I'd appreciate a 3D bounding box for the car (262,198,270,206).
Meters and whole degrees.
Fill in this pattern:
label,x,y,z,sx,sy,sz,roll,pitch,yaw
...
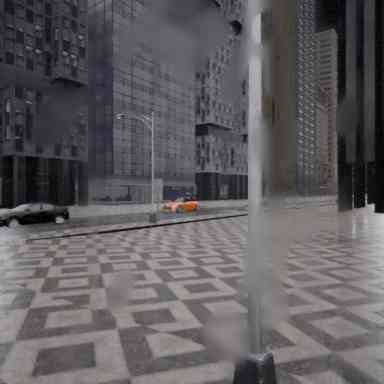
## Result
label,x,y,z,sx,sy,sz,roll,pitch,yaw
car,10.024,1.511,49.908,1.994,1.385,4.181,0,0,36

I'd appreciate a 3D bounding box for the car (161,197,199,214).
label,x,y,z,sx,sy,sz,roll,pitch,yaw
car,-1.191,1.311,34.727,2.097,1.767,4.553,0,0,36

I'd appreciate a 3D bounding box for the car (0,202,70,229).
label,x,y,z,sx,sy,sz,roll,pitch,yaw
car,-10.569,1.459,21.903,1.882,1.535,5.008,0,1,36
